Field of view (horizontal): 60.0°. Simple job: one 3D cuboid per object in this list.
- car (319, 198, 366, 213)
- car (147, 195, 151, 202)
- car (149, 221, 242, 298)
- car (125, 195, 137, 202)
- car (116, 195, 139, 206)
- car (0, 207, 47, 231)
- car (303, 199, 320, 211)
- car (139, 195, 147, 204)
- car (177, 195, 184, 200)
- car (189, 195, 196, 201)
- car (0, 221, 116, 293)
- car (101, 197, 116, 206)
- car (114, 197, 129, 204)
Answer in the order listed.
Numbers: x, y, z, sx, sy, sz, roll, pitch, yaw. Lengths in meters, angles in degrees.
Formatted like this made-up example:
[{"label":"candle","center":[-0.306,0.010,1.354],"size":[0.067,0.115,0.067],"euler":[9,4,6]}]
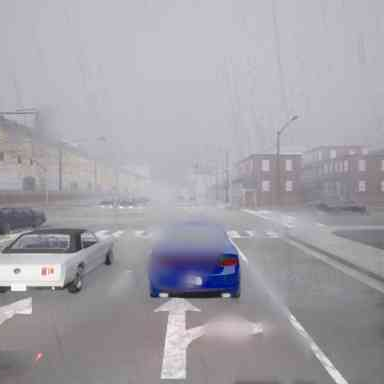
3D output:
[{"label":"car","center":[16.524,1.564,36.010],"size":[4.181,1.385,1.994],"euler":[0,0,0]},{"label":"car","center":[-10.368,1.478,74.552],"size":[1.882,1.535,5.008],"euler":[0,0,0]},{"label":"car","center":[0.081,1.478,8.547],"size":[1.882,1.535,5.008],"euler":[0,0,1]},{"label":"car","center":[-13.865,1.524,75.843],"size":[1.812,1.442,4.674],"euler":[0,0,0]},{"label":"car","center":[-10.483,1.351,54.644],"size":[2.097,1.767,4.553],"euler":[0,0,0]},{"label":"car","center":[-10.378,1.547,18.968],"size":[2.033,1.411,5.357],"euler":[0,0,5]},{"label":"car","center":[15.782,1.491,39.514],"size":[4.902,1.511,2.128],"euler":[0,0,0]},{"label":"car","center":[-10.431,1.505,64.119],"size":[1.837,1.490,4.892],"euler":[0,0,1]},{"label":"car","center":[-3.335,1.500,93.308],"size":[1.837,1.490,4.892],"euler":[0,0,0]},{"label":"car","center":[0.153,1.540,86.504],"size":[2.033,1.411,5.357],"euler":[0,0,0]},{"label":"car","center":[-3.413,1.601,8.816],"size":[1.895,1.301,4.718],"euler":[0,0,0]},{"label":"car","center":[-13.975,1.564,56.152],"size":[1.994,1.385,4.181],"euler":[0,0,0]},{"label":"car","center":[-13.909,1.601,65.534],"size":[1.895,1.301,4.718],"euler":[0,0,1]}]
